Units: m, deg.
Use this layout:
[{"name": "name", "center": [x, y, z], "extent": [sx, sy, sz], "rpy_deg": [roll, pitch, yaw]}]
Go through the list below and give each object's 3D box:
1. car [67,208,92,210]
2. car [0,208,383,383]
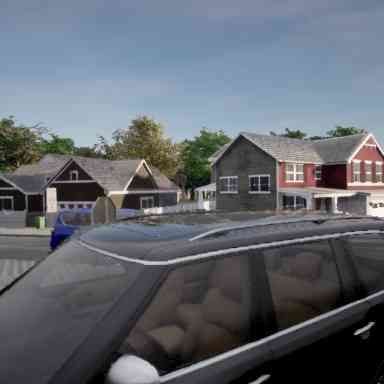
[{"name": "car", "center": [-3.064, 1.668, 13.143], "extent": [5.566, 2.045, 2.150], "rpy_deg": [-1, 0, 26]}, {"name": "car", "center": [-0.171, 1.230, 2.698], "extent": [5.566, 2.045, 2.150], "rpy_deg": [0, 0, -34]}]
